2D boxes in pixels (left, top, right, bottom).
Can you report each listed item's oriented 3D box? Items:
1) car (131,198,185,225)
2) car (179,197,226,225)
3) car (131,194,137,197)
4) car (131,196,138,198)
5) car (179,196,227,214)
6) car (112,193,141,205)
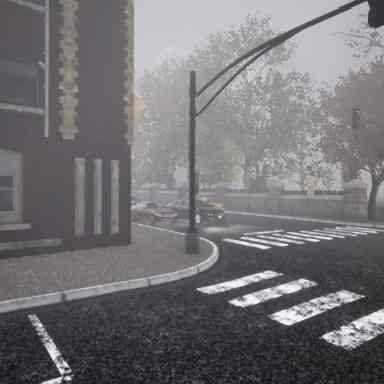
[{"bbox_3d":[-2.523,1.257,21.004,1.802,1.307,4.206,2,0,-36],"label":"car"},{"bbox_3d":[0.145,1.207,21.668,1.837,1.490,4.892,0,1,-39],"label":"car"},{"bbox_3d":[-5.705,1.029,29.816,1.837,1.490,4.892,0,1,-36],"label":"car"},{"bbox_3d":[-5.764,1.158,25.492,1.802,1.307,4.206,2,0,-36],"label":"car"},{"bbox_3d":[0.934,1.129,30.532,1.752,1.417,4.829,1,0,-36],"label":"car"},{"bbox_3d":[-8.693,0.864,43.860,2.008,1.369,4.403,1,0,-36],"label":"car"}]
